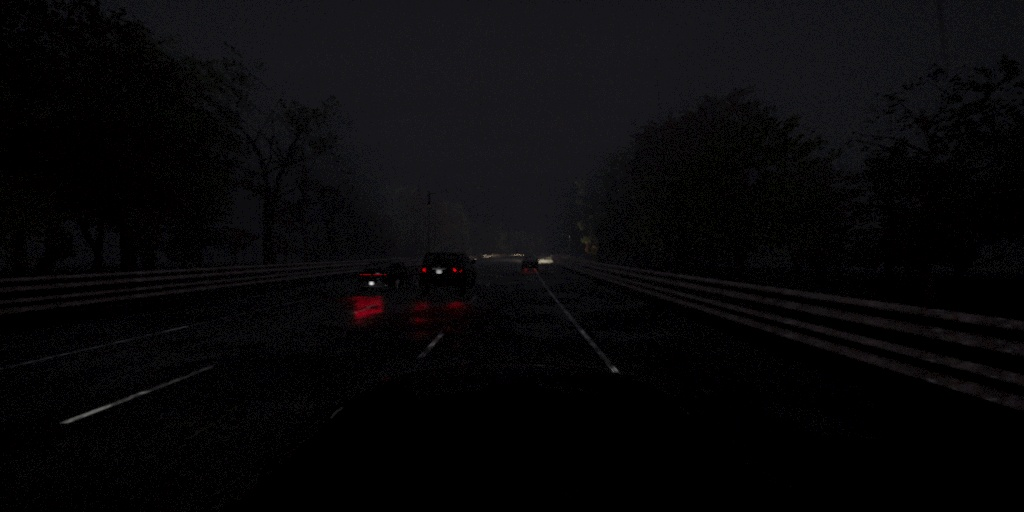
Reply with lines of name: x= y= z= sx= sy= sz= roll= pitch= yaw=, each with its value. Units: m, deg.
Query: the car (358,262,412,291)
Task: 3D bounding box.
car: x=-6.683 y=1.041 z=19.604 sx=1.837 sy=1.490 sz=4.892 roll=0 pitch=1 yaw=1

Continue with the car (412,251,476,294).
car: x=-3.206 y=0.774 z=18.706 sx=2.150 sy=2.045 sz=5.566 roll=0 pitch=1 yaw=1

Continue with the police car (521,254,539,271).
police car: x=1.984 y=0.759 z=39.902 sx=1.930 sy=1.638 sz=5.238 roll=0 pitch=1 yaw=3
